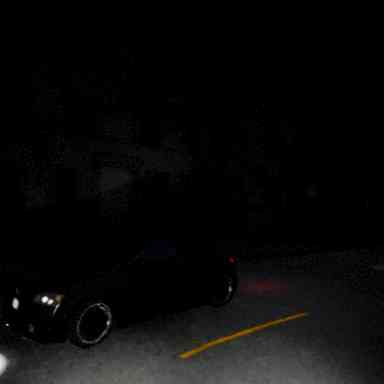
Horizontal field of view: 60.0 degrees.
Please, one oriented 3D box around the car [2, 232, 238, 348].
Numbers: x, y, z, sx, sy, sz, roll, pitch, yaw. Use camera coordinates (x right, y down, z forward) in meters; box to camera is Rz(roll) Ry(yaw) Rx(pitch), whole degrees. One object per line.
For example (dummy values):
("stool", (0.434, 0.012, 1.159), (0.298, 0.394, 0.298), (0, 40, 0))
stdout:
("car", (-1.066, 1.480, 6.161), (4.181, 1.385, 1.994), (2, 0, -41))
